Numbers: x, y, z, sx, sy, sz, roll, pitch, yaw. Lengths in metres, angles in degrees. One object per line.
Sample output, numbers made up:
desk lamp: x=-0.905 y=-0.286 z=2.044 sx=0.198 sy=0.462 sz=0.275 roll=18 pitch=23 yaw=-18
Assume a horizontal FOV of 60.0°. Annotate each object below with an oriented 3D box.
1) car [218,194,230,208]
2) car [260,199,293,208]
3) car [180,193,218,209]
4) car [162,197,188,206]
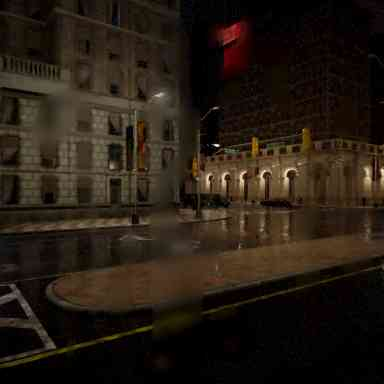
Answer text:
car: x=3.086 y=1.221 z=48.487 sx=2.150 sy=2.045 sz=5.566 roll=0 pitch=0 yaw=-36
car: x=12.113 y=1.601 z=48.132 sx=1.895 sy=1.301 sz=4.718 roll=0 pitch=0 yaw=-35
car: x=0.597 y=1.221 z=45.948 sx=2.150 sy=2.045 sz=5.566 roll=0 pitch=0 yaw=-35
car: x=-2.939 y=1.547 z=57.003 sx=2.033 sy=1.411 sz=5.357 roll=0 pitch=0 yaw=-34
